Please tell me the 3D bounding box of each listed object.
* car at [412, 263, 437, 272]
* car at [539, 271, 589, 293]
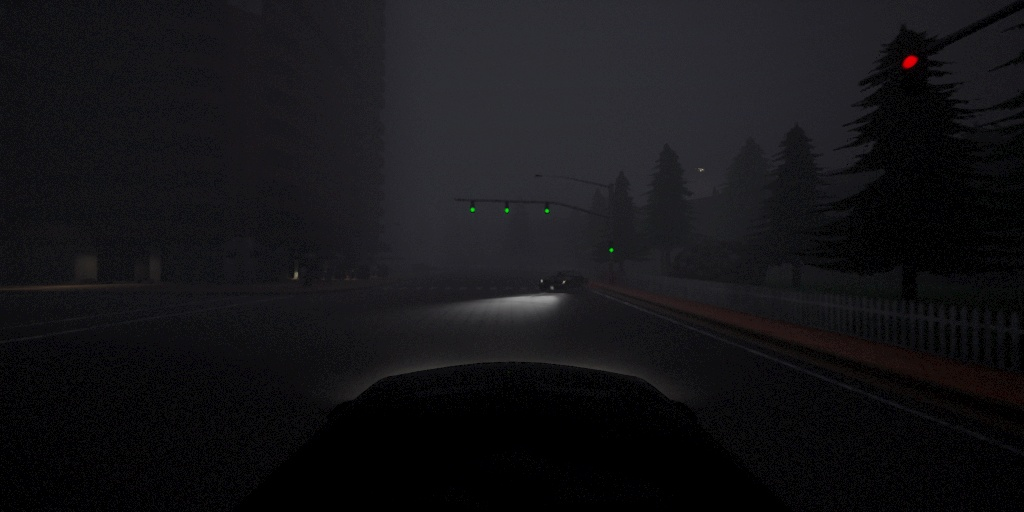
[{"bbox_3d":[-15.464,1.962,63.277,5.008,1.535,1.882,1,-1,30],"label":"car"},{"bbox_3d":[3.475,1.630,23.368,1.895,1.301,4.718,0,-1,29],"label":"car"}]
